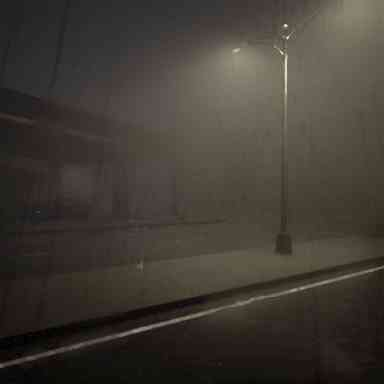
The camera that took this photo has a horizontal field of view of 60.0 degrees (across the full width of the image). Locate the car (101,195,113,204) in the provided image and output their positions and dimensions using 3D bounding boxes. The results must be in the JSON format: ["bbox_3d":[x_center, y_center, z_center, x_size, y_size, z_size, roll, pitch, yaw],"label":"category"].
[{"bbox_3d":[-16.548,1.419,66.902,2.097,1.767,4.553,1,0,-36],"label":"car"}]

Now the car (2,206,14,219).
[{"bbox_3d":[-13.407,1.433,27.417,3.806,1.475,1.970,1,0,-35],"label":"car"}]

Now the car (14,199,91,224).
[{"bbox_3d":[-9.447,1.290,23.185,4.611,1.667,2.242,1,0,-35],"label":"car"}]
